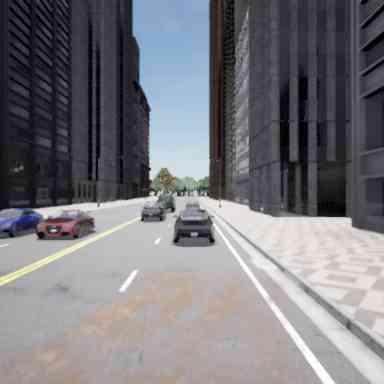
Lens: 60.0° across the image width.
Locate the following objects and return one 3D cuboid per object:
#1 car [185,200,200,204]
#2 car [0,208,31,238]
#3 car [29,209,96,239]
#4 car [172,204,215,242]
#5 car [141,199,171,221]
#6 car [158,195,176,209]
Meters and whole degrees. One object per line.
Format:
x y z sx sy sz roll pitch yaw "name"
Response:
0.092 1.765 42.551 2.033 1.411 5.357 0 0 0 "car"
-9.833 1.617 18.460 1.812 1.442 4.674 0 0 0 "car"
-6.590 1.652 17.806 1.994 1.385 4.181 0 0 0 "car"
0.097 1.588 16.810 1.837 1.490 4.892 0 0 0 "car"
-3.251 1.637 28.805 2.128 1.511 4.902 0 0 0 "car"
-3.224 1.439 42.135 2.150 2.045 5.566 0 0 0 "car"
